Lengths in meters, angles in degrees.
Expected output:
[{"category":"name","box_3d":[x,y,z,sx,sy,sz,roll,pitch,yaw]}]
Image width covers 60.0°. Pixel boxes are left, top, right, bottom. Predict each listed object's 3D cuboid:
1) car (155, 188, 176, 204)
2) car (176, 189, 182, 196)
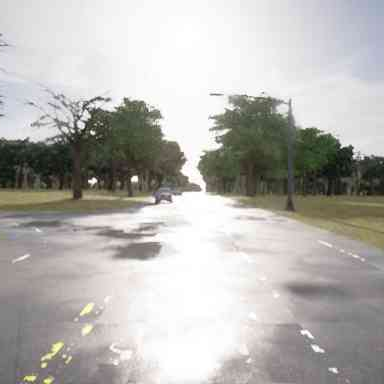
[{"category":"car","box_3d":[-3.670,0.486,44.443,2.150,2.045,5.566,0,1,0]},{"category":"car","box_3d":[-3.627,0.089,80.448,2.097,1.767,4.553,0,1,4]}]
